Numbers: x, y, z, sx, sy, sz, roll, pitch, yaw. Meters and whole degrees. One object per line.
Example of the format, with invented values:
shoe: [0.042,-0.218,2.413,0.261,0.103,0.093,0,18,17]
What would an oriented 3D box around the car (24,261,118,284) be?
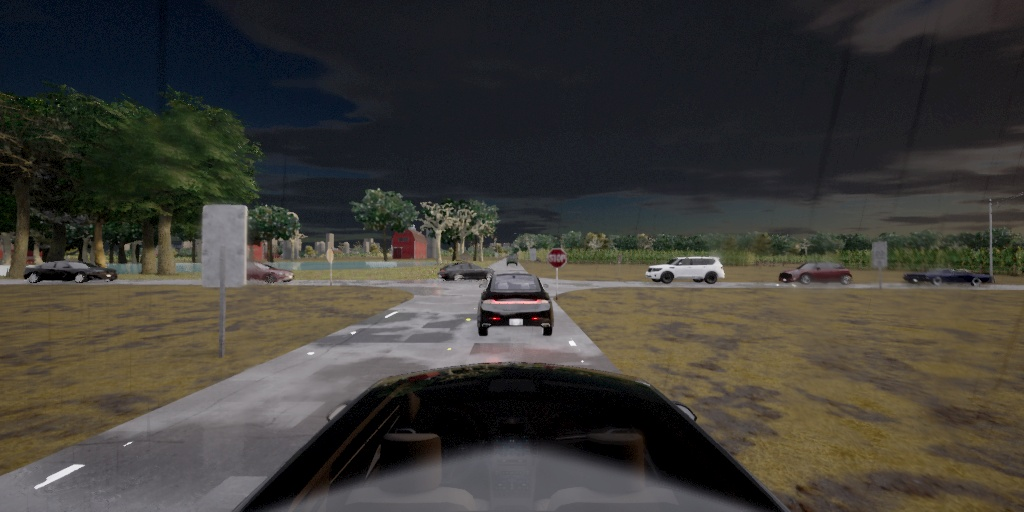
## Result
car: [-30.368,1.090,24.786,5.008,1.535,1.882,0,-1,0]

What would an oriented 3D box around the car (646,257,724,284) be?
car: [13.347,1.085,27.762,5.566,2.045,2.150,0,-1,1]

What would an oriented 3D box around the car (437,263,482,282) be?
car: [-3.526,1.276,28.432,4.892,1.490,1.837,0,2,-39]

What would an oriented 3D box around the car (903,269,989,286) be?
car: [33.425,1.625,27.724,4.718,1.301,1.895,1,-1,0]

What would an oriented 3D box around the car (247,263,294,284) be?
car: [-17.637,1.173,24.785,4.674,1.442,1.812,0,-1,0]

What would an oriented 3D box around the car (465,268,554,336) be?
car: [0.061,1.243,10.333,2.128,1.511,4.902,0,0,-1]

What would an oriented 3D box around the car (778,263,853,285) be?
car: [23.343,1.289,27.734,4.553,1.767,2.097,0,-1,0]
